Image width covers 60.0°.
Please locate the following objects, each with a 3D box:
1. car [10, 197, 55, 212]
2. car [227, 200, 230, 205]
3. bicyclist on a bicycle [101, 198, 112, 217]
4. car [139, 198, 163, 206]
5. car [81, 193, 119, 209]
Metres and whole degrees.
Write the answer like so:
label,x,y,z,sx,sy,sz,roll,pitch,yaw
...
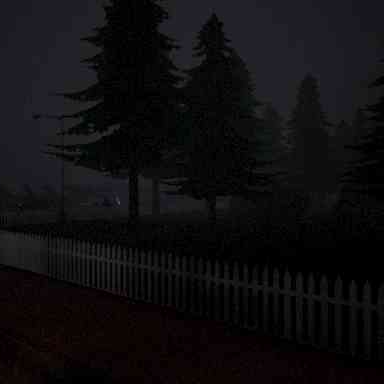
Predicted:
label,x,y,z,sx,sy,sz,roll,pitch,yaw
car,-18.020,1.352,37.618,2.097,1.767,4.553,0,0,34
car,4.672,1.478,51.986,1.882,1.535,5.008,0,0,34
bicyclist on a bicycle,-7.164,1.302,27.826,1.656,1.620,0.582,0,0,34
car,-6.790,1.491,54.083,2.128,1.511,4.902,0,0,35
car,-12.526,1.221,45.694,2.150,2.045,5.566,0,0,34
